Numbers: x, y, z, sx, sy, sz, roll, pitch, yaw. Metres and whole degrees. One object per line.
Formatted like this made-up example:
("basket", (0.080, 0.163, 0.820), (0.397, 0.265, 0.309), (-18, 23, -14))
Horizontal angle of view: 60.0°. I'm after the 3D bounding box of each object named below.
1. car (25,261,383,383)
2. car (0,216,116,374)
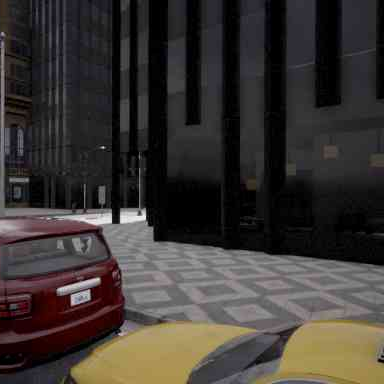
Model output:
("car", (1.037, 1.525, 2.220), (4.829, 1.417, 1.752), (0, 0, 36))
("car", (-3.242, 1.314, 5.271), (5.009, 1.841, 2.192), (0, 0, 36))
